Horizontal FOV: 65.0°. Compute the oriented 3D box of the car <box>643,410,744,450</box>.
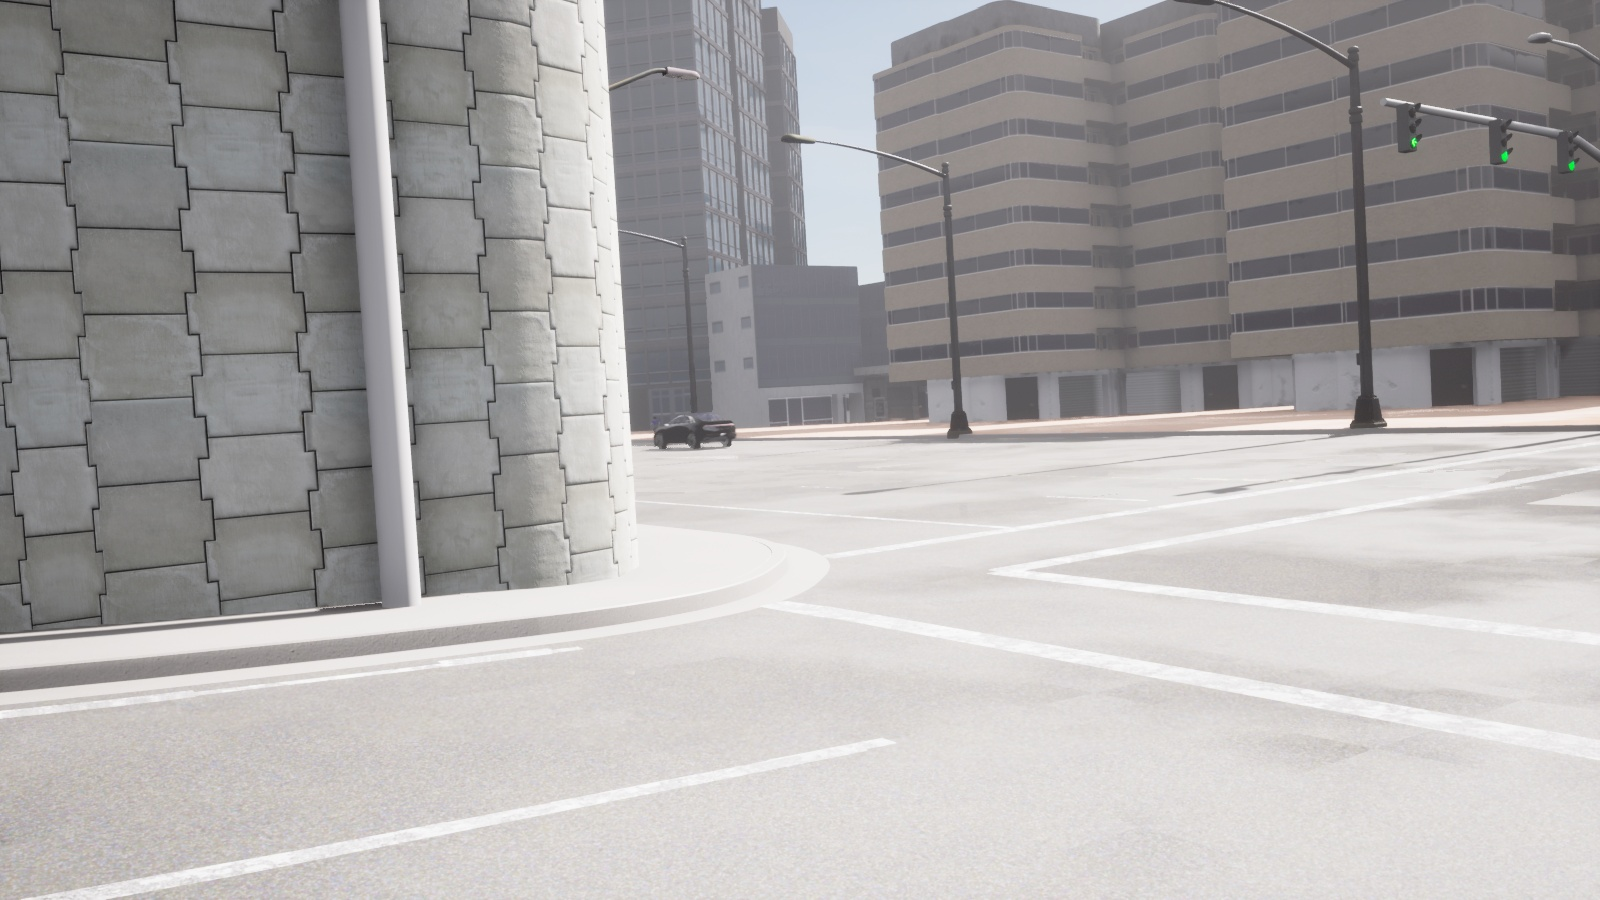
[{"bbox_3d":[-4.653,-0.850,54.284,2.128,1.511,4.902,-5,3,-34],"label":"car"}]
